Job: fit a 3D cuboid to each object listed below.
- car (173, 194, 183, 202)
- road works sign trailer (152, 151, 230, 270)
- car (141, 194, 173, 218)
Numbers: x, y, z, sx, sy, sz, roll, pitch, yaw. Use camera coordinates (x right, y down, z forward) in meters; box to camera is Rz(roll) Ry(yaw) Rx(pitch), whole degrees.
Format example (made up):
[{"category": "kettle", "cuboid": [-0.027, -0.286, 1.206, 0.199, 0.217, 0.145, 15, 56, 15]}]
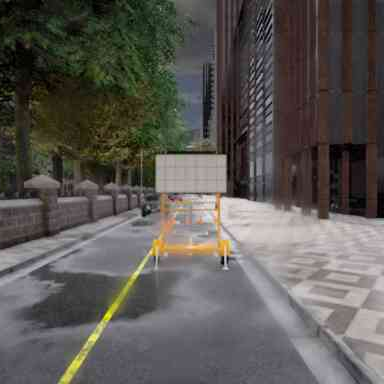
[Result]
[{"category": "car", "cuboid": [-3.188, 1.162, 69.770, 2.150, 2.045, 5.566, 0, 0, 0]}, {"category": "road works sign trailer", "cuboid": [-0.029, 0.461, 11.016, 2.380, 3.560, 2.880, 0, 0, 0]}, {"category": "car", "cuboid": [-3.179, 1.197, 30.033, 2.150, 2.045, 5.566, 0, 0, 0]}]
